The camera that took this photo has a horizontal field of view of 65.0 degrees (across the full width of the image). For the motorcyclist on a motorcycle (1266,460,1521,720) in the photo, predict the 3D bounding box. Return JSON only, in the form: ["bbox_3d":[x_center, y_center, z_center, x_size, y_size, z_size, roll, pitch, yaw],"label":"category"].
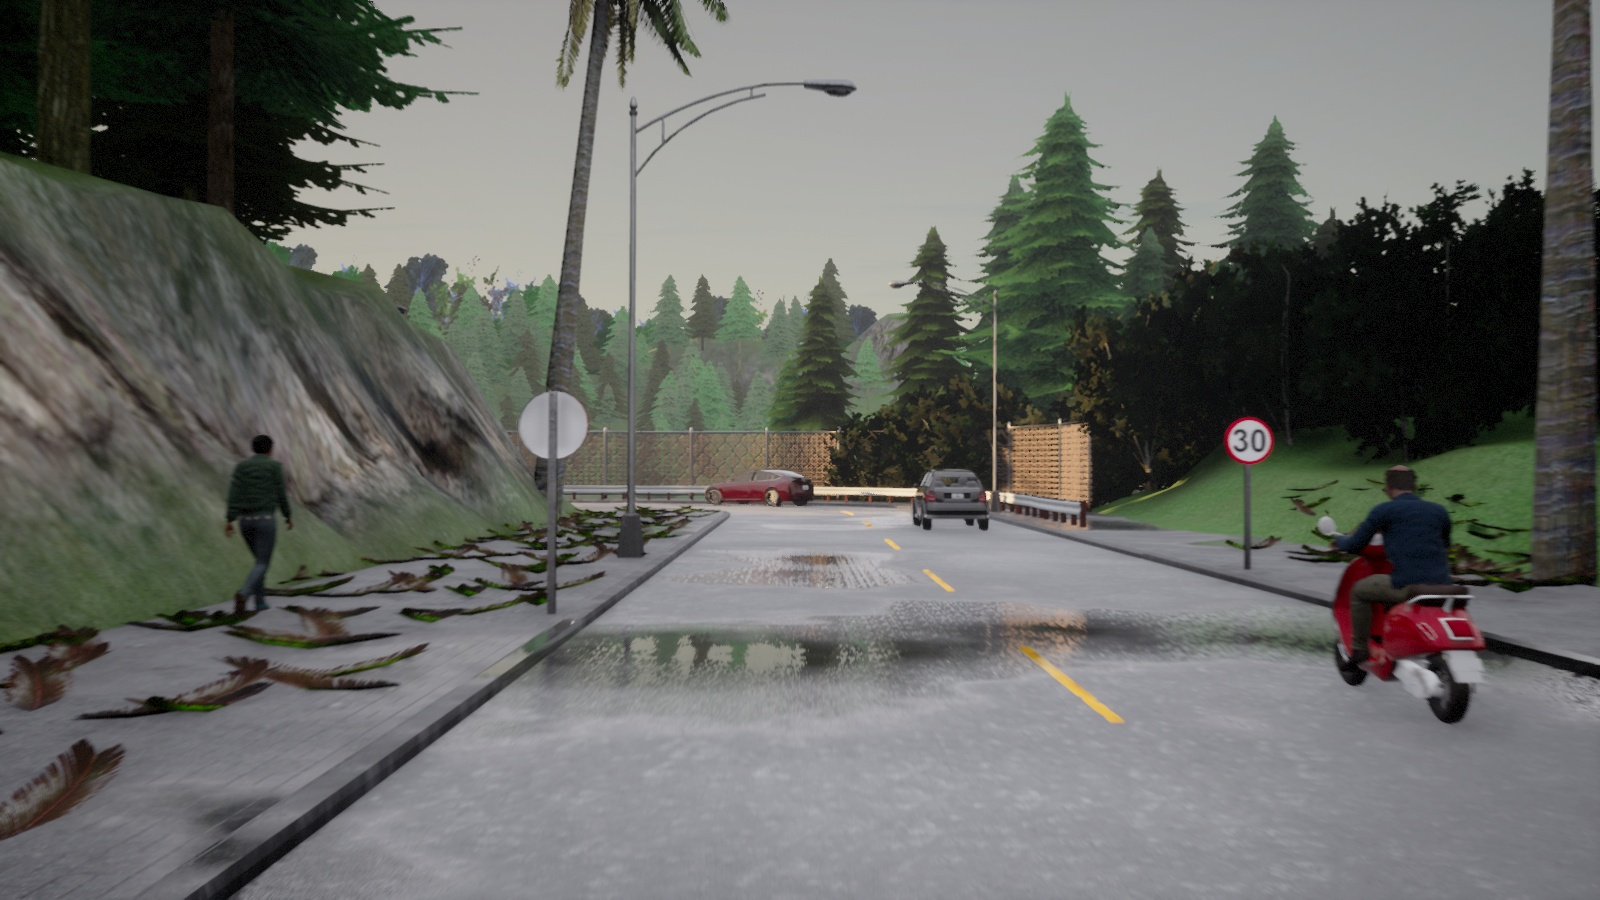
[{"bbox_3d":[3.980,0.870,8.617,0.866,1.590,1.817,0,-1,0],"label":"motorcyclist on a motorcycle"}]

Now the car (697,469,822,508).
[{"bbox_3d":[-1.682,1.541,51.059,4.792,1.488,2.163,-1,-1,37],"label":"car"}]

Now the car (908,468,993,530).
[{"bbox_3d":[3.920,1.244,33.262,1.789,1.549,3.705,0,-1,0],"label":"car"}]

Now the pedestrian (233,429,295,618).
[{"bbox_3d":[-5.338,0.719,12.533,0.353,1.847,0.614,0,-1,0],"label":"pedestrian"}]
